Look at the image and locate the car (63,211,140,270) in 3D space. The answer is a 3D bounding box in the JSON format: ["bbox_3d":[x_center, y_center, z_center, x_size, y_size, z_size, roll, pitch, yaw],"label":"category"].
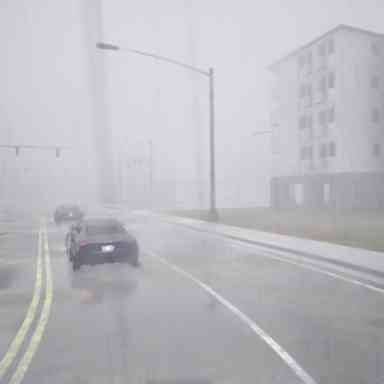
[{"bbox_3d":[-3.139,1.563,11.253,1.994,1.385,4.181,-1,0,-23],"label":"car"}]

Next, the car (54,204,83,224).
[{"bbox_3d":[-9.402,1.592,25.409,1.994,1.385,4.181,-1,0,-24],"label":"car"}]
